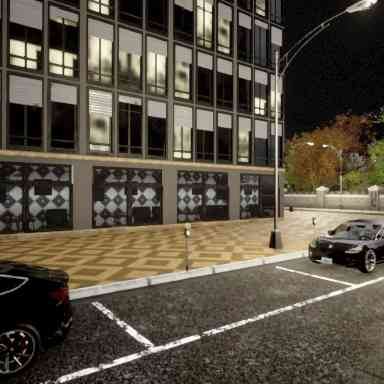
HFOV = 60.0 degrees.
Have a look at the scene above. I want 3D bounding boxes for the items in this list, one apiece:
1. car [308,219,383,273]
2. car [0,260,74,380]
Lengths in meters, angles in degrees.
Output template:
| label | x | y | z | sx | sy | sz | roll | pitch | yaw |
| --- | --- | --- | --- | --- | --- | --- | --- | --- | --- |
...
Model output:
| label | x | y | z | sx | sy | sz | roll | pitch | yaw |
| --- | --- | --- | --- | --- | --- | --- | --- | --- | --- |
| car | 5.569 | 1.562 | 10.632 | 4.313 | 1.339 | 1.947 | 0 | 0 | -36 |
| car | -3.661 | 1.566 | 3.947 | 4.313 | 1.339 | 1.947 | 0 | 0 | -36 |
